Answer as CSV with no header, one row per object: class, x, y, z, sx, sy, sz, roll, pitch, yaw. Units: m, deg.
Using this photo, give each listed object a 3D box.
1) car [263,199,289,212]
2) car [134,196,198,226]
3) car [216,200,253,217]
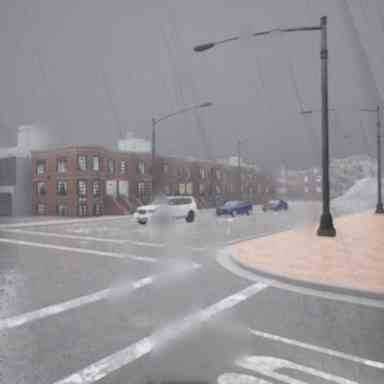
car,10.443,1.647,41.281,1.812,1.442,4.674,-1,-1,37
car,-1.811,1.350,25.052,2.150,2.045,5.566,-1,-1,37
car,4.241,1.603,33.073,1.882,1.535,5.008,-1,-1,37
